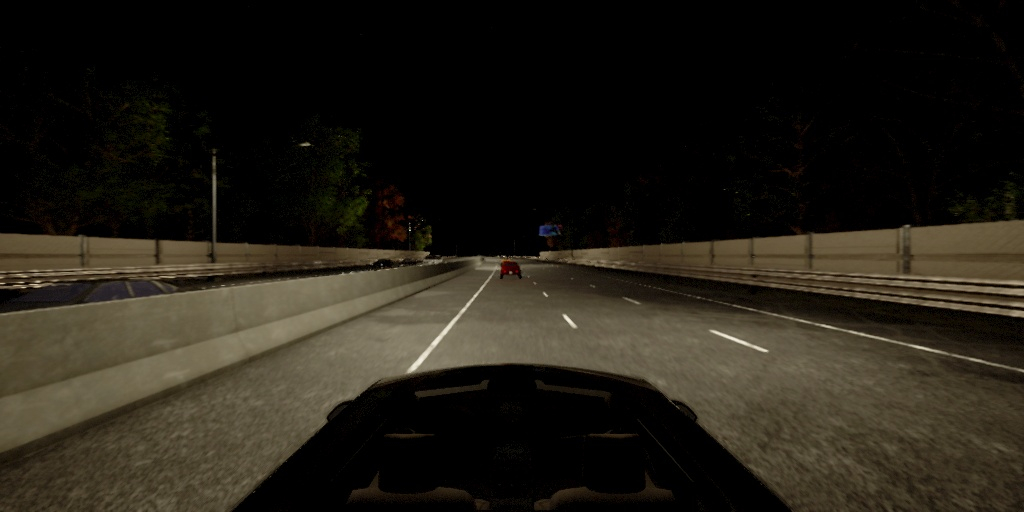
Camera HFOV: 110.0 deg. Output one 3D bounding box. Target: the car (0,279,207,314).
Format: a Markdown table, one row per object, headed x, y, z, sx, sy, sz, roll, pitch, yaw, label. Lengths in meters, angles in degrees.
| x | y | z | sx | sy | sz | roll | pitch | yaw | label |
| --- | --- | --- | --- | --- | --- | --- | --- | --- | --- |
| -10.602 | 1.300 | 9.163 | 2.033 | 1.411 | 5.357 | 0 | 0 | 0 | car |

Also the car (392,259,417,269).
| x | y | z | sx | sy | sz | roll | pitch | yaw | label |
| --- | --- | --- | --- | --- | --- | --- | --- | --- | --- |
| -14.615 | 1.142 | 50.056 | 2.128 | 1.511 | 4.902 | 0 | 0 | -1 | car |

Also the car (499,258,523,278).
| x | y | z | sx | sy | sz | roll | pitch | yaw | label |
| --- | --- | --- | --- | --- | --- | --- | --- | --- | --- |
| -0.122 | 1.197 | 32.131 | 1.812 | 1.442 | 4.674 | 0 | 0 | -1 | car |

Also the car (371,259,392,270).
| x | y | z | sx | sy | sz | roll | pitch | yaw | label |
| --- | --- | --- | --- | --- | --- | --- | --- | --- | --- |
| -18.125 | 1.134 | 50.457 | 1.882 | 1.535 | 5.008 | 0 | 0 | -1 | car |

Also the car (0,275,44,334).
| x | y | z | sx | sy | sz | roll | pitch | yaw | label |
| --- | --- | --- | --- | --- | --- | --- | --- | --- | --- |
| -14.102 | 1.270 | 7.653 | 1.837 | 1.490 | 4.892 | 0 | 0 | 0 | car |

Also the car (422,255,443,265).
| x | y | z | sx | sy | sz | roll | pitch | yaw | label |
| --- | --- | --- | --- | --- | --- | --- | --- | --- | --- |
| -11.127 | 0.863 | 50.635 | 2.150 | 2.045 | 5.566 | 0 | 0 | -1 | car |
